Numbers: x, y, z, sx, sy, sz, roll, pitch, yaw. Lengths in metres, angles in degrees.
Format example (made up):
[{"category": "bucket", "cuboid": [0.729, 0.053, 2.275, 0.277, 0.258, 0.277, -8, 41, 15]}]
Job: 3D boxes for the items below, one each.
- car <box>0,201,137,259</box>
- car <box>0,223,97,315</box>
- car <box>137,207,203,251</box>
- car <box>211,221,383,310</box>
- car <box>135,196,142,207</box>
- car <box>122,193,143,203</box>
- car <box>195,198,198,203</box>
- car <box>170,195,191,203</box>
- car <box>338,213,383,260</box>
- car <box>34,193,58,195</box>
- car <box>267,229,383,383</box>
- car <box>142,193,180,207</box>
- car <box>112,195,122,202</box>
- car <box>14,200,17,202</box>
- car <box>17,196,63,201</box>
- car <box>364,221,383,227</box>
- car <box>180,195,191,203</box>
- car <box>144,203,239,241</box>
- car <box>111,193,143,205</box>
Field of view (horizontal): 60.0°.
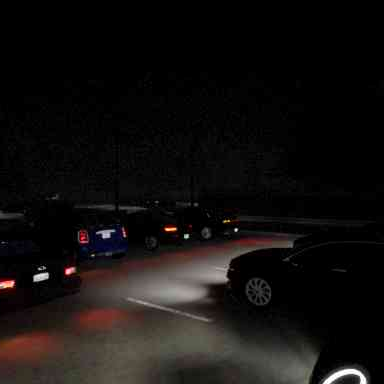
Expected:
[{"category": "car", "cuboid": [-4.340, 1.352, 11.396, 4.553, 1.767, 2.097, 0, 0, 36]}, {"category": "car", "cuboid": [-4.694, 1.547, 7.336, 5.357, 1.411, 2.033, 0, 0, 36]}, {"category": "car", "cuboid": [-2.078, 1.526, 14.085, 4.674, 1.442, 1.812, 0, 0, 36]}, {"category": "car", "cuboid": [2.969, 1.505, 6.177, 4.892, 1.490, 1.837, 0, 0, 36]}, {"category": "car", "cuboid": [-5.866, 1.601, 49.944, 1.895, 1.301, 4.718, 0, 0, 36]}, {"category": "car", "cuboid": [-7.952, 1.223, 53.018, 2.150, 2.045, 5.566, 0, 0, 36]}, {"category": "car", "cuboid": [2.544, 1.478, 67.324, 1.882, 1.535, 5.008, 0, 0, 37]}, {"category": "car", "cuboid": [-2.465, 1.500, 72.293, 1.837, 1.490, 4.892, 0, 0, 36]}, {"category": "car", "cuboid": [8.008, 1.547, 11.173, 5.357, 1.411, 2.033, 0, 0, 36]}, {"category": "car", "cuboid": [-21.278, 1.222, 46.602, 2.150, 2.045, 5.566, 0, 0, 36]}, {"category": "car", "cuboid": [3.005, 1.352, 1.845, 4.553, 1.767, 2.097, 0, 0, 36]}, {"category": "car", "cuboid": [-4.196, 1.351, 46.290, 2.097, 1.767, 4.553, 0, 0, 36]}, {"category": "car", "cuboid": [-10.969, 1.492, 54.818, 2.128, 1.511, 4.902, 0, 0, 36]}, {"category": "car", "cuboid": [-16.124, 1.601, 35.841, 1.895, 1.301, 4.718, 0, 0, 36]}, {"category": "car", "cuboid": [-14.034, 1.493, 32.764, 2.128, 1.511, 4.902, 0, 0, 36]}, {"category": "car", "cuboid": [5.088, 1.526, 8.954, 4.674, 1.442, 1.812, 0, 0, 36]}, {"category": "car", "cuboid": [-1.693, 1.601, 67.447, 1.895, 1.301, 4.718, 0, 0, 36]}, {"category": "car", "cuboid": [0.084, 1.505, 16.837, 4.892, 1.490, 1.837, 0, 0, 36]}, {"category": "car", "cuboid": [-11.633, 1.217, 59.836, 2.150, 2.045, 5.566, 0, 1, 36]}]
